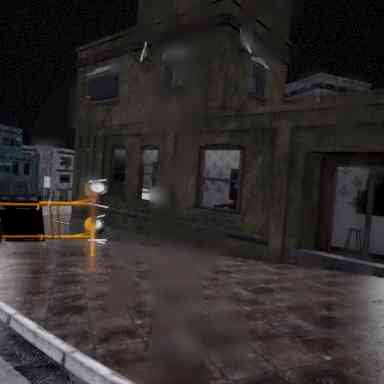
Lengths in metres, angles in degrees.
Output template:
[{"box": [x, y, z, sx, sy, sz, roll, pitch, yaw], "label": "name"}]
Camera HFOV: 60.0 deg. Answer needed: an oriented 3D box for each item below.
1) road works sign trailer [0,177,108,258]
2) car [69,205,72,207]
[{"box": [-4.870, 1.155, 11.785, 3.560, 2.380, 2.880, 2, 43, -17], "label": "road works sign trailer"}, {"box": [-19.566, 2.295, 59.677, 2.033, 1.411, 5.357, 5, 0, 19], "label": "car"}]
